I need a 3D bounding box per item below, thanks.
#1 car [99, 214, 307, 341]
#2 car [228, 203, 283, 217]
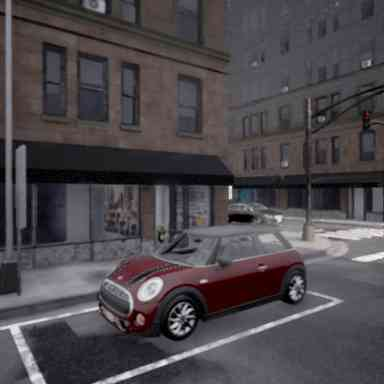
[{"bbox_3d":[0.327,1.429,6.423,4.097,1.590,1.967,0,0,-36],"label":"car"},{"bbox_3d":[3.947,1.489,22.373,2.128,1.511,4.902,0,0,-35],"label":"car"}]
